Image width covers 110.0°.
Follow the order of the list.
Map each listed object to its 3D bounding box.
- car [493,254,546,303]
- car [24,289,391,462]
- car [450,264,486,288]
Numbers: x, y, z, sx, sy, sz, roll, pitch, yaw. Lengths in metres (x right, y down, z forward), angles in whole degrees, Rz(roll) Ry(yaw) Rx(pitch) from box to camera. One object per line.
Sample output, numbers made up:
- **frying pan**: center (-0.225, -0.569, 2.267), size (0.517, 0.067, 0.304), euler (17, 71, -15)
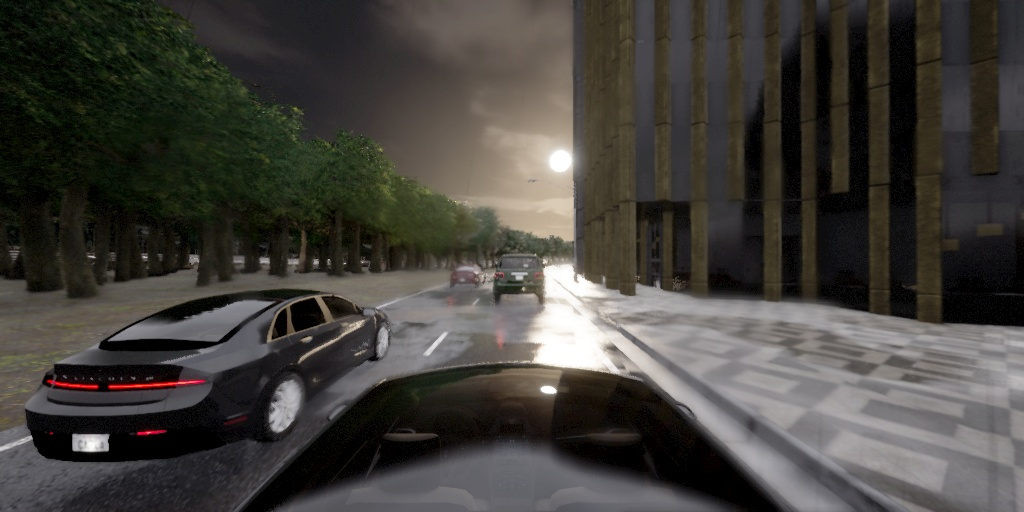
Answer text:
- **car**: center (0.372, 0.940, 16.561), size (2.150, 2.045, 5.566), euler (0, 0, 2)
- **car**: center (-3.353, 1.238, 5.293), size (1.837, 1.490, 4.892), euler (0, 0, 0)
- **car**: center (-2.849, 1.276, 23.617), size (1.812, 1.442, 4.674), euler (0, 0, 3)
